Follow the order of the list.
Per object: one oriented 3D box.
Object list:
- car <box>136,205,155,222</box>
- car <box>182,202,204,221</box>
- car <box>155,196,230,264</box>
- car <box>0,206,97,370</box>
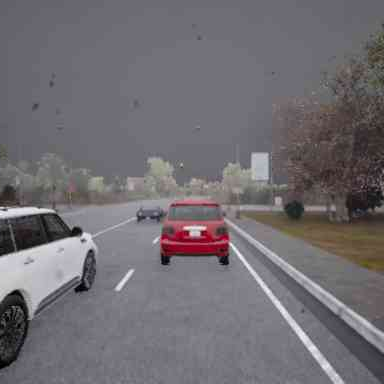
[{"bbox_3d":[-3.408,1.748,28.020,1.895,1.301,4.718,0,0,0],"label":"car"},{"bbox_3d":[0.091,1.683,29.790,1.812,1.442,4.674,0,0,0],"label":"car"},{"bbox_3d":[0.100,1.287,12.195,2.150,2.045,5.566,0,0,0],"label":"car"},{"bbox_3d":[-3.402,1.254,5.880,2.150,2.045,5.566,0,0,0],"label":"car"}]
